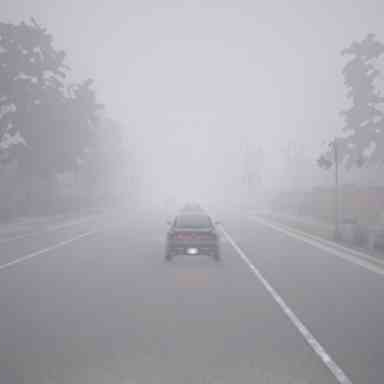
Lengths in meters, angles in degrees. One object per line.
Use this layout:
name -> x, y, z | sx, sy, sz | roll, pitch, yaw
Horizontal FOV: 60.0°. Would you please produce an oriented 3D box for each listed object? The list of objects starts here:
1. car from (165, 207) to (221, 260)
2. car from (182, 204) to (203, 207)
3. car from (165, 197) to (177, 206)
car -> 0.044, 1.546, 12.593 | 1.837, 1.490, 4.892 | 0, 0, 1
car -> 0.049, 1.653, 27.804 | 1.994, 1.385, 4.181 | 0, 0, 1
car -> -3.551, 1.578, 56.904 | 1.882, 1.535, 5.008 | 0, 0, 0
